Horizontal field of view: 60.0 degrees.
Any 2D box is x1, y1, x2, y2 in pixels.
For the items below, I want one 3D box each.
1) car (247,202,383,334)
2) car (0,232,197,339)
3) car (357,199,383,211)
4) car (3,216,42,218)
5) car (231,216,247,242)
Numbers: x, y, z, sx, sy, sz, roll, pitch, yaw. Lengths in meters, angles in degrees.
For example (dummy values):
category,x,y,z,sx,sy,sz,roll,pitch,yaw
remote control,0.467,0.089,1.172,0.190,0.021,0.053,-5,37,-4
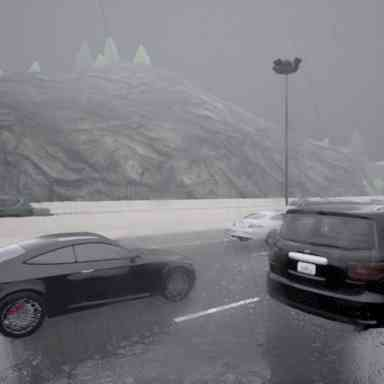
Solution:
category,x,y,z,sx,sy,sz,roll,pitch,yaw
car,3.892,1.224,6.527,5.566,2.045,2.150,0,0,-36
car,-2.073,1.527,6.565,4.674,1.442,1.812,0,0,-36
car,22.892,1.571,41.870,4.181,1.385,1.994,0,0,-36
car,-11.248,1.224,17.464,5.566,2.045,2.150,0,0,-36
car,3.854,1.528,15.102,4.674,1.442,1.812,0,0,-36
